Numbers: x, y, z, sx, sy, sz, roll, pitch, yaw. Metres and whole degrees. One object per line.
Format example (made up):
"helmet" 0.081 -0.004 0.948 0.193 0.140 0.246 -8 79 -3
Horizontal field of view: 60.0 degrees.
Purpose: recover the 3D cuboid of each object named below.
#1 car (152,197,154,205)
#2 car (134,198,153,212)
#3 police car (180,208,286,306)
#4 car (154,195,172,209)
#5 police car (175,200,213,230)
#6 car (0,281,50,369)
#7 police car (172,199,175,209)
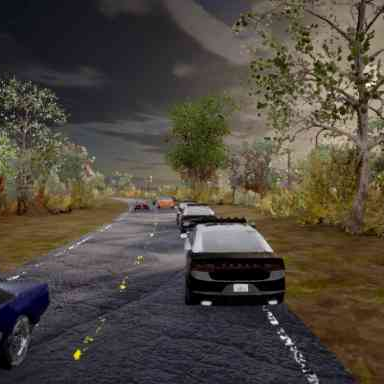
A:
"car" -5.858 1.346 57.945 2.097 1.767 4.553 0 0 -12
"car" -5.863 1.598 38.998 1.895 1.301 4.718 0 0 -8
"police car" 0.745 1.425 8.237 1.930 1.638 5.238 0 0 -2
"car" -3.685 1.348 45.648 2.097 1.767 4.553 0 0 -9
"police car" 0.242 1.424 18.303 1.930 1.638 5.238 0 0 -4
"car" -3.100 1.601 2.944 1.895 1.301 4.718 0 0 -1
"police car" -0.220 1.423 24.333 1.930 1.638 5.238 0 0 -5
